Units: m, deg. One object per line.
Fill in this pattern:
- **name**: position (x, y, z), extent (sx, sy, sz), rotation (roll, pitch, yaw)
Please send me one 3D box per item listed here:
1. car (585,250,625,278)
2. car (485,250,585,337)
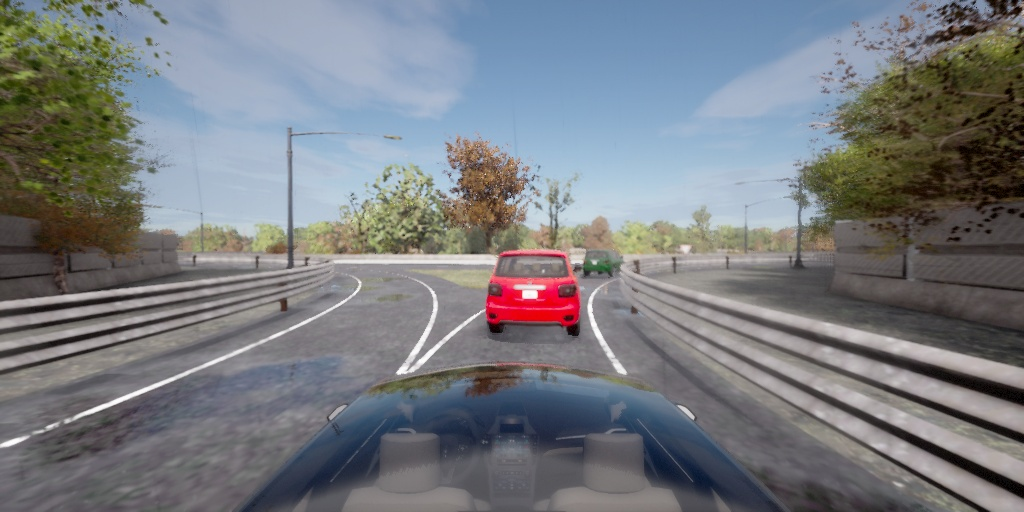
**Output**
- **car**: position (7.187, 0.537, 27.604), extent (2.150, 2.045, 5.566), rotation (0, 1, 31)
- **car**: position (0.761, 0.833, 10.078), extent (2.150, 2.045, 5.566), rotation (0, 1, 8)
